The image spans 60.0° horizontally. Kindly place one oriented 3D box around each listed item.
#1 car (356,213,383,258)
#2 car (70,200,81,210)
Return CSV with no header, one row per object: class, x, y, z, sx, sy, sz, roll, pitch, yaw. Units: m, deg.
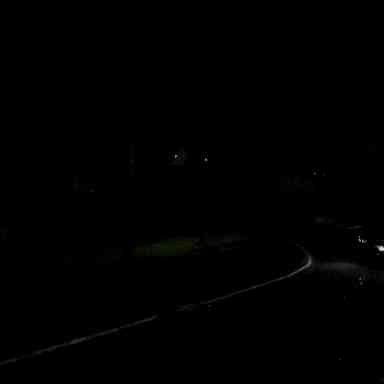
car,7.418,1.491,11.768,1.837,1.490,4.892,0,-1,44
car,-15.976,1.273,40.246,1.932,1.855,4.605,0,0,44
